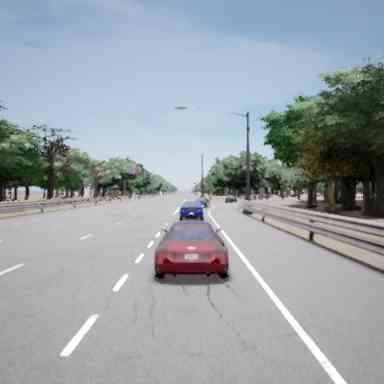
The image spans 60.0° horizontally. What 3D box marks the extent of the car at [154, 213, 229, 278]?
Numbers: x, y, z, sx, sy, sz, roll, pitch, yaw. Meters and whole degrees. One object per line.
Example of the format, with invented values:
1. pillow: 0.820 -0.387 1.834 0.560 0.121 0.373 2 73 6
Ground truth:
1. car: -0.012 1.558 10.164 1.994 1.385 4.181 0 0 0

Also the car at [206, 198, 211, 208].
1. car: 1.492 1.505 46.750 1.812 1.442 4.674 0 0 10

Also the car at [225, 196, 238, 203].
1. car: 8.216 1.474 67.673 1.812 1.442 4.674 0 0 25

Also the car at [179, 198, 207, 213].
1. car: -0.031 1.479 27.514 1.882 1.535 5.008 0 0 0
